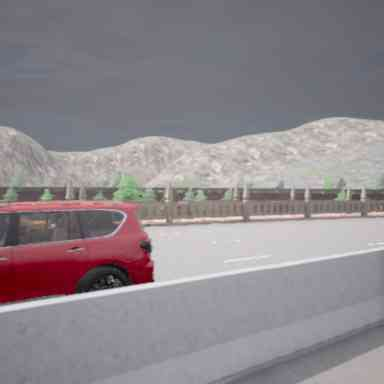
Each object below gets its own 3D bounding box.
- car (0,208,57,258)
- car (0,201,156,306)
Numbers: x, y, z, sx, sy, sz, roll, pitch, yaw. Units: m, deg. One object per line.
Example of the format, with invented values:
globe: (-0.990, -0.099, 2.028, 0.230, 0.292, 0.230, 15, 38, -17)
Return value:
car: (-7.462, 1.421, 11.373, 5.008, 1.535, 1.882, 0, 0, -34)
car: (-3.342, 1.194, 5.771, 5.566, 2.045, 2.150, 0, 0, -34)
